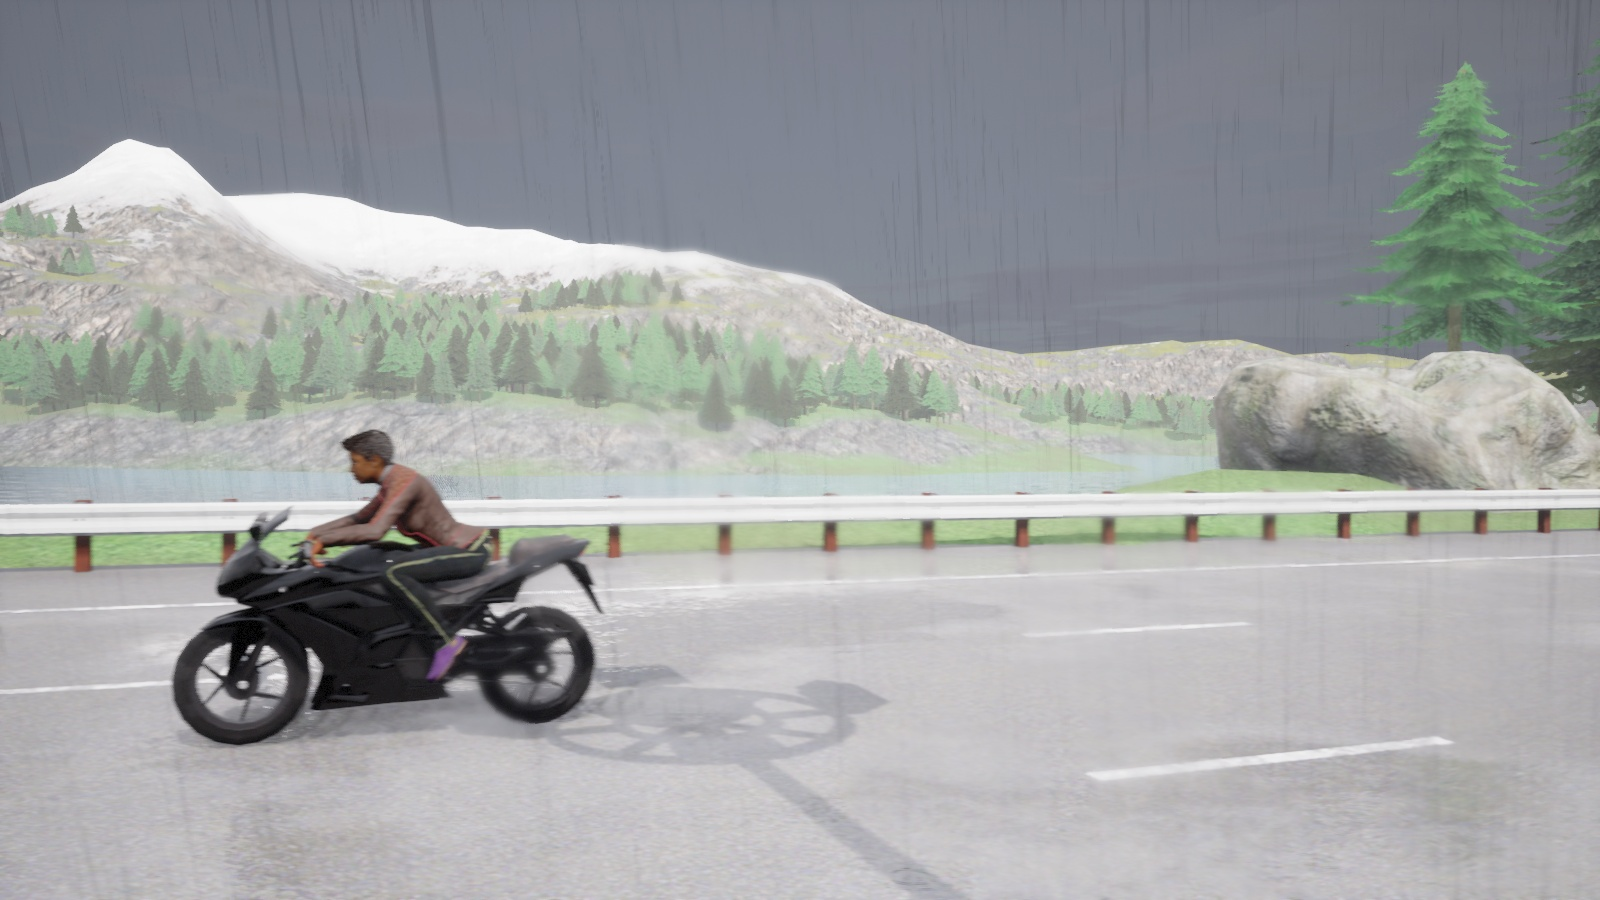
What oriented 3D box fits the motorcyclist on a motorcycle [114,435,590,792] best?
[{"bbox_3d":[-2.139,0.703,6.170,2.044,1.523,0.797,-1,1,-21],"label":"motorcyclist on a motorcycle"}]
